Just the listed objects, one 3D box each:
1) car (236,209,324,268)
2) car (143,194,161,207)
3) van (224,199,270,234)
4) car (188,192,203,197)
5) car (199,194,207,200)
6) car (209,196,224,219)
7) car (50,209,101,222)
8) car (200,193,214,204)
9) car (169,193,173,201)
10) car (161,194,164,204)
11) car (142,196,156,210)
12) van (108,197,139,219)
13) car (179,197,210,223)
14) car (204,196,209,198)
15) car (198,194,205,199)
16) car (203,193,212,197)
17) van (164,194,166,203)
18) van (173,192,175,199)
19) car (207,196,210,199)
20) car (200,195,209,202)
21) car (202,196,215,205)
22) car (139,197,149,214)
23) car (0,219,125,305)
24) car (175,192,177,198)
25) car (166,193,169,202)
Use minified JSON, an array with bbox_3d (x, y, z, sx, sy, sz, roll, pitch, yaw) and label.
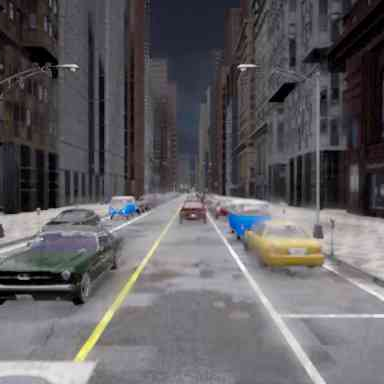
[{"bbox_3d":[2.755,1.497,10.991,1.752,1.417,4.829,0,0,0],"label":"car"},{"bbox_3d":[-5.787,1.203,44.624,2.192,1.841,5.009,0,0,0],"label":"car"},{"bbox_3d":[2.751,1.299,16.457,1.690,1.788,3.998,0,0,0],"label":"van"},{"bbox_3d":[0.078,1.242,44.396,2.097,1.767,4.553,0,0,0],"label":"car"},{"bbox_3d":[2.720,1.235,84.092,1.967,1.590,4.097,0,0,0],"label":"car"},{"bbox_3d":[2.746,1.370,27.730,1.967,1.590,4.097,0,0,0],"label":"car"},{"bbox_3d":[-5.773,1.523,16.441,1.947,1.339,4.313,0,0,0],"label":"car"},{"bbox_3d":[2.730,1.164,61.548,2.192,1.841,5.009,0,0,0],"label":"car"},{"bbox_3d":[-5.800,1.261,72.808,1.967,1.590,4.097,0,0,0],"label":"car"},{"bbox_3d":[-5.789,1.420,50.261,1.887,1.381,4.507,0,0,0],"label":"car"},{"bbox_3d":[-5.784,1.468,38.988,1.947,1.339,4.313,0,0,0],"label":"car"},{"bbox_3d":[-5.779,1.271,27.714,1.690,1.788,3.998,0,0,0],"label":"van"},{"bbox_3d":[0.087,1.415,24.662,1.882,1.535,5.008,0,0,0],"label":"car"},{"bbox_3d":[2.741,1.454,39.003,2.008,1.369,4.403,0,0,0],"label":"car"},{"bbox_3d":[2.714,1.337,95.365,1.947,1.339,4.313,0,0,0],"label":"car"},{"bbox_3d":[2.736,1.316,50.275,1.967,1.590,4.097,0,0,0],"label":"car"},{"bbox_3d":[-5.792,1.202,55.898,1.690,1.788,3.998,0,0,0],"label":"van"},{"bbox_3d":[-5.806,1.135,84.081,1.690,1.788,3.998,0,0,0],"label":"van"},{"bbox_3d":[2.744,1.441,33.536,1.752,1.417,4.829,0,0,0],"label":"car"},{"bbox_3d":[2.725,1.388,72.821,1.947,1.339,4.313,0,0,0],"label":"car"},{"bbox_3d":[2.733,1.428,55.912,1.947,1.339,4.313,0,0,0],"label":"car"},{"bbox_3d":[-5.781,1.482,33.351,1.947,1.339,4.313,0,0,0],"label":"car"},{"bbox_3d":[-3.004,1.579,8.165,1.895,1.301,4.718,0,0,0],"label":"car"},{"bbox_3d":[-5.808,1.308,89.548,1.752,1.417,4.829,0,0,0],"label":"car"},{"bbox_3d":[-5.795,1.288,61.535,1.967,1.590,4.097,0,0,0],"label":"car"}]
